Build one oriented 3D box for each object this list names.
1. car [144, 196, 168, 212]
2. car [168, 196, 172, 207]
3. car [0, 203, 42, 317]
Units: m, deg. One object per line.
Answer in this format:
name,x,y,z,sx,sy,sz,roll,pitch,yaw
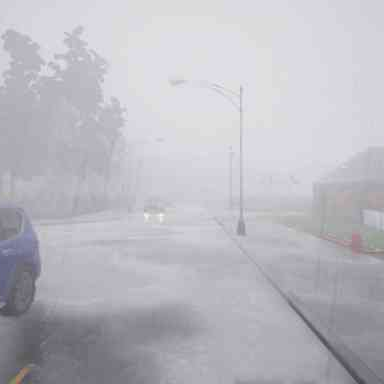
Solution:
car,-4.214,1.352,37.945,2.097,1.767,4.553,0,0,0
car,-4.218,1.352,50.019,2.097,1.767,4.553,0,0,0
car,-4.114,1.221,4.535,2.150,2.045,5.566,0,0,0
